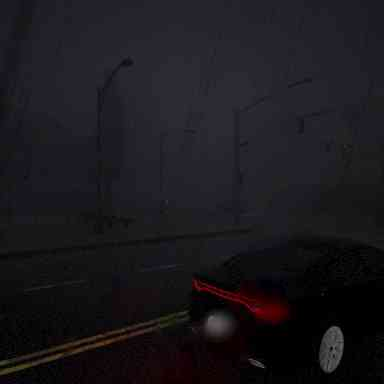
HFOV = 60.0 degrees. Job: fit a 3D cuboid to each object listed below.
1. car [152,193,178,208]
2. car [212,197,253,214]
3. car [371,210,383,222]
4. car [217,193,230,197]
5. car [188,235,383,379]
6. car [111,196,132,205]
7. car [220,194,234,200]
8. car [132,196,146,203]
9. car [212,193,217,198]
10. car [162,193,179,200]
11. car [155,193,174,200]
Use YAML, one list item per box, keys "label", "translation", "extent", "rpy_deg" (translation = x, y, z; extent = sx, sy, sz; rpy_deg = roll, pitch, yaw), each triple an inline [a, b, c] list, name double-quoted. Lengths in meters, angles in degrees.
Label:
- label: "car"
  translation: [-3.804, 1.351, 46.982]
  extent: [2.097, 1.767, 4.553]
  rpy_deg: [0, 0, -35]
- label: "car"
  translation: [4.459, 1.563, 35.187]
  extent: [1.994, 1.385, 4.181]
  rpy_deg: [0, 0, -35]
- label: "car"
  translation: [14.382, 1.548, 21.036]
  extent: [2.033, 1.411, 5.357]
  rpy_deg: [0, 0, -35]
- label: "car"
  translation: [7.773, 1.395, 68.764]
  extent: [3.806, 1.475, 1.970]
  rpy_deg: [0, 0, -37]
- label: "car"
  translation: [2.261, 1.478, 5.619]
  extent: [5.008, 1.535, 1.882]
  rpy_deg: [0, 0, -37]
- label: "car"
  translation: [-13.390, 1.493, 60.794]
  extent: [2.128, 1.511, 4.902]
  rpy_deg: [0, 0, -35]
- label: "car"
  translation: [10.003, 1.395, 95.066]
  extent: [3.806, 1.475, 1.970]
  rpy_deg: [0, 0, -37]
- label: "car"
  translation: [-11.669, 1.540, 70.554]
  extent: [2.033, 1.411, 5.357]
  rpy_deg: [0, 0, -35]
- label: "car"
  translation: [6.059, 1.156, 71.098]
  extent: [3.866, 1.878, 1.905]
  rpy_deg: [0, 0, -37]
- label: "car"
  translation: [-5.646, 1.156, 86.848]
  extent: [3.866, 1.878, 1.905]
  rpy_deg: [0, 0, -37]
- label: "car"
  translation: [-7.324, 1.153, 89.207]
  extent: [4.605, 1.855, 1.932]
  rpy_deg: [0, 0, -37]
